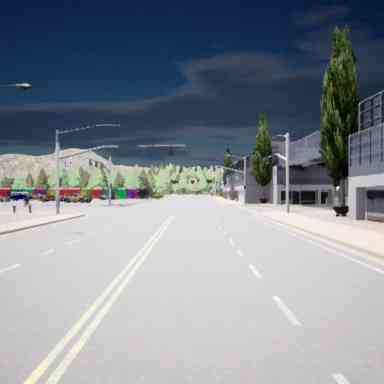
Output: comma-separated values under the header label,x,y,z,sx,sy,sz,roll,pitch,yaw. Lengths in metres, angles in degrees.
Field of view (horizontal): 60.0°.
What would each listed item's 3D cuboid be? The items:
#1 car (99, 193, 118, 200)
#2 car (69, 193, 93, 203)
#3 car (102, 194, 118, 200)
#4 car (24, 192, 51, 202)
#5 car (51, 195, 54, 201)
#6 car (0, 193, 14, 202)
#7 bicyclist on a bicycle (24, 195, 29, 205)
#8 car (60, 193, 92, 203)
label,x,y,z,sx,sy,sz,roll,pitch,yaw
car,-21.432,1.129,83.901,3.866,1.878,1.905,0,0,0
car,-21.409,1.126,64.277,3.866,1.878,1.905,0,0,0
car,-21.419,1.369,86.796,3.806,1.475,1.970,0,0,0
car,-38.953,1.125,83.893,4.605,1.855,1.932,0,0,0
car,-38.886,1.335,86.789,3.905,1.438,1.784,0,0,0
car,-38.875,1.364,66.995,3.806,1.475,1.970,0,0,0
bicyclist on a bicycle,-25.457,1.275,51.207,0.582,1.620,1.656,0,0,0
car,-21.466,1.123,61.383,4.605,1.855,1.932,0,0,0
